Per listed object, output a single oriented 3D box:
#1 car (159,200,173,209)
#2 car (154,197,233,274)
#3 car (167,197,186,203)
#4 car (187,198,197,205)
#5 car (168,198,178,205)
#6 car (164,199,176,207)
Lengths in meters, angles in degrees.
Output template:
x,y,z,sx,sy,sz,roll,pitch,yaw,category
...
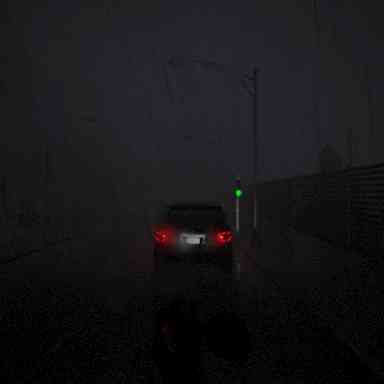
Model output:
x,y,z,sx,sy,sz,roll,pitch,yaw,category
-4.152,1.972,53.095,1.895,1.301,4.718,0,0,0,car
0.049,1.302,10.922,2.150,2.045,5.566,0,0,0,car
-4.000,2.085,86.907,5.008,1.535,1.882,0,-1,40,car
-0.073,2.045,72.246,2.033,1.411,5.357,0,0,0,car
-4.082,2.061,72.843,1.994,1.385,4.181,0,0,0,car
-4.124,1.987,62.858,2.033,1.411,5.357,0,0,0,car
